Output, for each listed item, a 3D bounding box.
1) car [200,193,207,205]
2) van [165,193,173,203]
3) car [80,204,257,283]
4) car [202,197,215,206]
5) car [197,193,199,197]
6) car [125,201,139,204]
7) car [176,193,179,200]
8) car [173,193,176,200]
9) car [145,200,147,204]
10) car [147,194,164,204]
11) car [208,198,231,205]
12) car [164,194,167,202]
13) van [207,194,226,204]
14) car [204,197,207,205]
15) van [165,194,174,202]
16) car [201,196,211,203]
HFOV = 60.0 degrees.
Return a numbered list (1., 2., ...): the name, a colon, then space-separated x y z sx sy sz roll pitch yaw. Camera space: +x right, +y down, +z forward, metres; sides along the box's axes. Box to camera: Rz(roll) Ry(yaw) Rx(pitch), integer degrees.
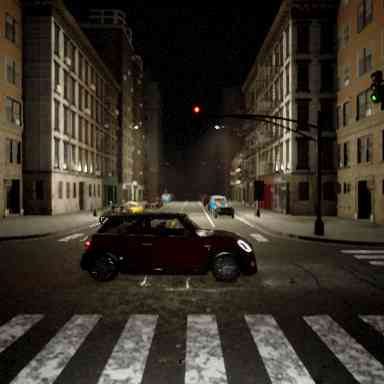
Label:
1. car: 2.762 1.286 50.786 2.192 1.841 5.009 0 0 0
2. van: -5.276 1.303 67.021 1.690 1.788 3.998 0 0 0
3. car: -0.561 1.348 9.147 4.553 1.767 2.097 0 0 0
4. car: 2.776 1.534 56.192 1.947 1.339 4.313 0 0 0
5. car: 2.845 1.498 83.223 1.887 1.381 4.507 0 0 0
6. car: -5.336 1.537 23.772 2.008 1.369 4.403 0 0 0
7. car: -5.246 1.501 88.647 2.008 1.369 4.403 0 0 0
8. car: -5.268 1.274 72.427 2.192 1.841 5.009 0 0 0
9. car: -5.328 1.508 29.009 1.752 1.417 4.829 0 0 0
10. car: -5.306 1.414 45.397 1.967 1.590 4.097 0 0 0
11. car: 2.706 1.534 29.161 2.008 1.369 4.403 0 0 0
12. car: -5.298 1.496 50.633 1.752 1.417 4.829 0 0 0
13. van: 2.720 1.321 34.567 1.690 1.788 3.998 0 0 0
14. car: 2.734 1.559 39.973 1.802 1.307 4.206 0 0 0
15. van: -5.260 1.298 77.834 1.690 1.788 3.998 0 0 0
16. car: 2.804 1.487 67.174 1.752 1.417 4.829 0 0 0
